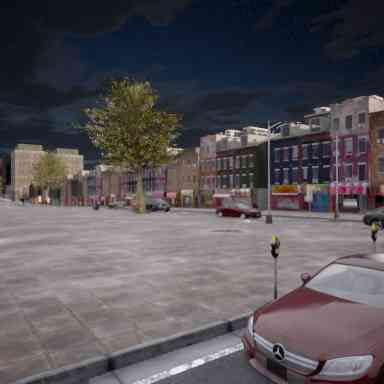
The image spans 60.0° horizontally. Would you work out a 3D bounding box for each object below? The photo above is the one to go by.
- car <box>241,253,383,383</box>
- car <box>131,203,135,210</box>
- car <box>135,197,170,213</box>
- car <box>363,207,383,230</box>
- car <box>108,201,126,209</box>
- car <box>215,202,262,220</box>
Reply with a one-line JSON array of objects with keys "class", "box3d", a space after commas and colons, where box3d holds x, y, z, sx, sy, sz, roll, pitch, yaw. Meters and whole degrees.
[{"class": "car", "box3d": [2.578, 1.582, 4.642, 4.206, 1.307, 1.802, 0, 0, -35]}, {"class": "car", "box3d": [-7.944, 2.038, 52.872, 2.097, 1.767, 4.553, 0, -1, -36]}, {"class": "car", "box3d": [-5.004, 1.728, 43.739, 2.150, 2.045, 5.566, 0, -1, -35]}, {"class": "car", "box3d": [12.687, 1.583, 19.431, 1.837, 1.490, 4.892, 0, 0, -41]}, {"class": "car", "box3d": [-13.819, 2.395, 61.059, 2.128, 1.511, 4.902, 0, -1, -35]}, {"class": "car", "box3d": [4.250, 1.726, 30.800, 1.882, 1.535, 5.008, 0, 0, -35]}]
